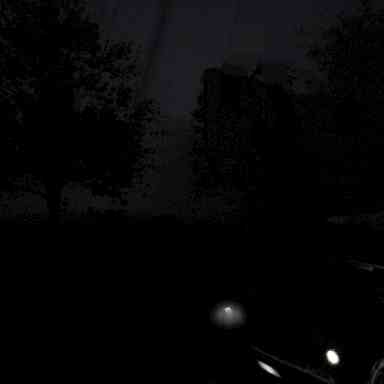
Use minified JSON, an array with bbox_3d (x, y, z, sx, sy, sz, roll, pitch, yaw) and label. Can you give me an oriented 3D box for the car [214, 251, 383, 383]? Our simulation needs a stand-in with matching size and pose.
[{"bbox_3d":[2.639,1.663,4.961,4.718,1.301,1.895,1,-1,-36],"label":"car"}]
